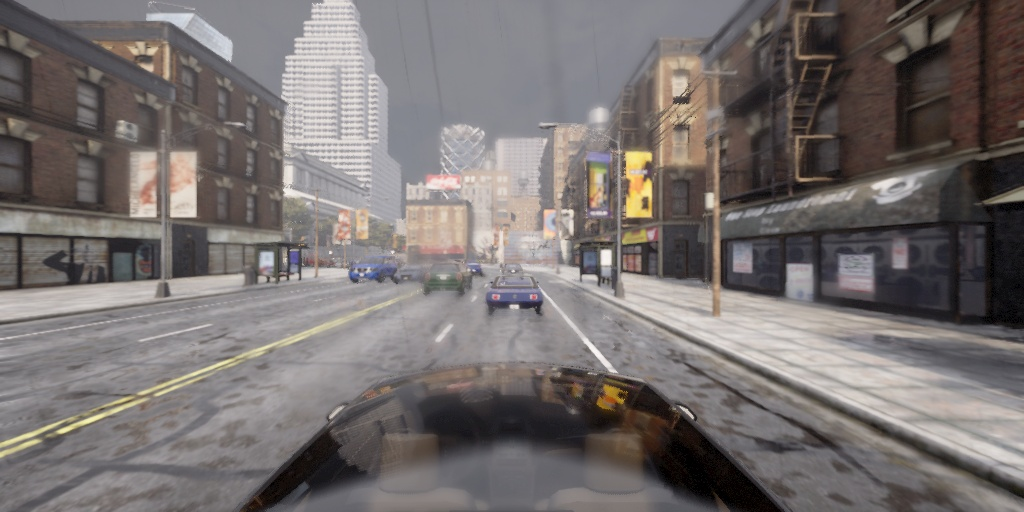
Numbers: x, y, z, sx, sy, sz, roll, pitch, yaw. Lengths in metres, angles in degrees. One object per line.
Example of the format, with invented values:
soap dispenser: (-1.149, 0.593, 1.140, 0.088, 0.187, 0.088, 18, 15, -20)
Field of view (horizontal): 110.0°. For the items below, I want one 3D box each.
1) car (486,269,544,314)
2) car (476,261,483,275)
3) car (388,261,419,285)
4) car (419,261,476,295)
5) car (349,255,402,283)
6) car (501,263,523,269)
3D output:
car: (0.098, 1.352, 13.755, 1.895, 1.301, 4.718, 0, 0, 0)
car: (-4.231, 1.278, 38.238, 1.812, 1.442, 4.674, 0, 0, -9)
car: (-7.182, 1.315, 26.231, 1.994, 1.385, 4.181, 0, 0, -1)
car: (-3.402, 1.103, 19.928, 2.097, 1.767, 4.553, 0, 0, 0)
car: (-10.623, 0.973, 28.043, 2.150, 2.045, 5.566, 0, 0, 0)
car: (-0.005, 1.299, 31.647, 2.033, 1.411, 5.357, 0, 0, -2)
